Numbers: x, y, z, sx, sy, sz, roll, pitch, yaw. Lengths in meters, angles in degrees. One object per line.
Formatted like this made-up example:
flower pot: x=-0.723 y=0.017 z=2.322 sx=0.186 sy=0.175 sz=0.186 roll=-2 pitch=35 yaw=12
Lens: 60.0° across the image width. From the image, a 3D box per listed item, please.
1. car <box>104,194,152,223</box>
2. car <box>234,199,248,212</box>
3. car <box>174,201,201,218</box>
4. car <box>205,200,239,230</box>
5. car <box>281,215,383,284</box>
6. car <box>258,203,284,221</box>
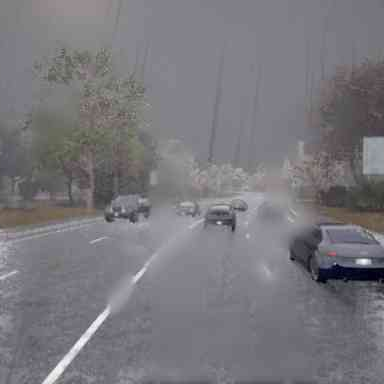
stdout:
car: x=-4.719 y=1.190 z=25.483 sx=2.150 sy=2.045 sz=5.566 roll=0 pitch=0 yaw=10
car: x=5.476 y=1.557 z=39.378 sx=1.994 sy=1.385 sz=4.181 roll=0 pitch=0 yaw=13
car: x=-0.311 y=1.543 z=30.110 sx=1.812 sy=1.442 sz=4.674 roll=0 pitch=0 yaw=11
car: x=1.888 y=1.499 z=21.220 sx=1.837 sy=1.490 sz=4.892 roll=0 pitch=0 yaw=8
car: x=4.098 y=1.572 z=9.652 sx=1.994 sy=1.385 sz=4.181 roll=0 pitch=0 yaw=4
car: x=6.346 y=1.556 z=26.871 sx=2.033 sy=1.411 sz=5.357 roll=0 pitch=0 yaw=10
